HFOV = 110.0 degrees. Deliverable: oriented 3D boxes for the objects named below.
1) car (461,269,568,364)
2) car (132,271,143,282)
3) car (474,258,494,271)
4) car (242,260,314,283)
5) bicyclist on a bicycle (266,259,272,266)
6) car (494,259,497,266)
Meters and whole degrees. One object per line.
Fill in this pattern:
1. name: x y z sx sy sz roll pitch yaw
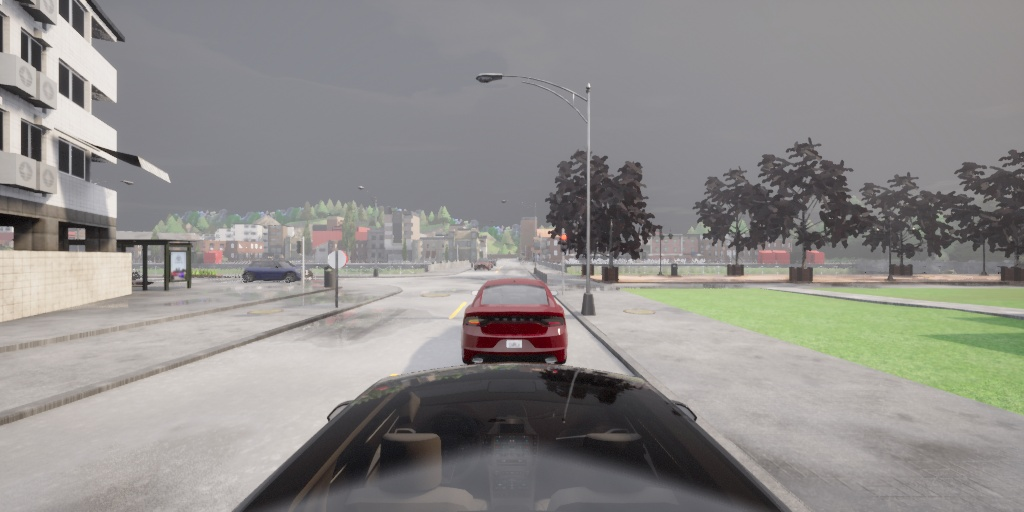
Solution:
1. car: 0.055 1.228 8.097 1.882 1.535 5.008 0 0 0
2. car: -30.855 1.351 26.906 4.718 1.301 1.895 0 0 0
3. car: -4.074 1.102 50.297 2.097 1.767 4.553 0 0 0
4. car: -17.410 1.102 26.890 4.553 1.767 2.097 0 0 0
5. bicyclist on a bicycle: -24.011 1.099 35.296 0.582 1.620 1.656 0 0 0
6. car: -4.055 1.241 59.541 2.128 1.511 4.902 0 0 0
